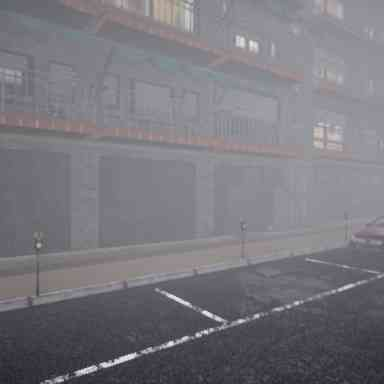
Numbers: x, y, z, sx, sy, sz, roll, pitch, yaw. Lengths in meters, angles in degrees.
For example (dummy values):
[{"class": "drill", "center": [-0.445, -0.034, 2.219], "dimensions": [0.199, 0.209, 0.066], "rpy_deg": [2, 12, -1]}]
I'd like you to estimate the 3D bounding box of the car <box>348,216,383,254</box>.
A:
[{"class": "car", "center": [7.253, 1.478, 11.727], "dimensions": [4.206, 1.307, 1.802], "rpy_deg": [-1, 1, -36]}]
